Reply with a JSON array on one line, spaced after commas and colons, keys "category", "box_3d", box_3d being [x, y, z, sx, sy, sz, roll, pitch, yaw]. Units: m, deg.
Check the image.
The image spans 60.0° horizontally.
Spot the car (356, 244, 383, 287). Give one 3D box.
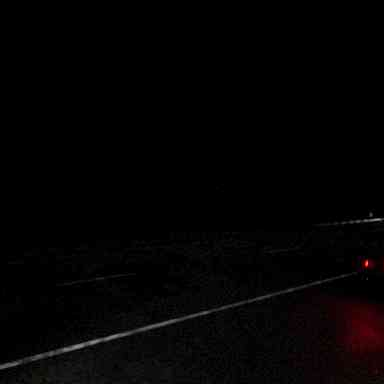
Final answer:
[{"category": "car", "box_3d": [6.069, 1.607, 8.075, 4.718, 1.301, 1.895, 0, 0, -36]}]
